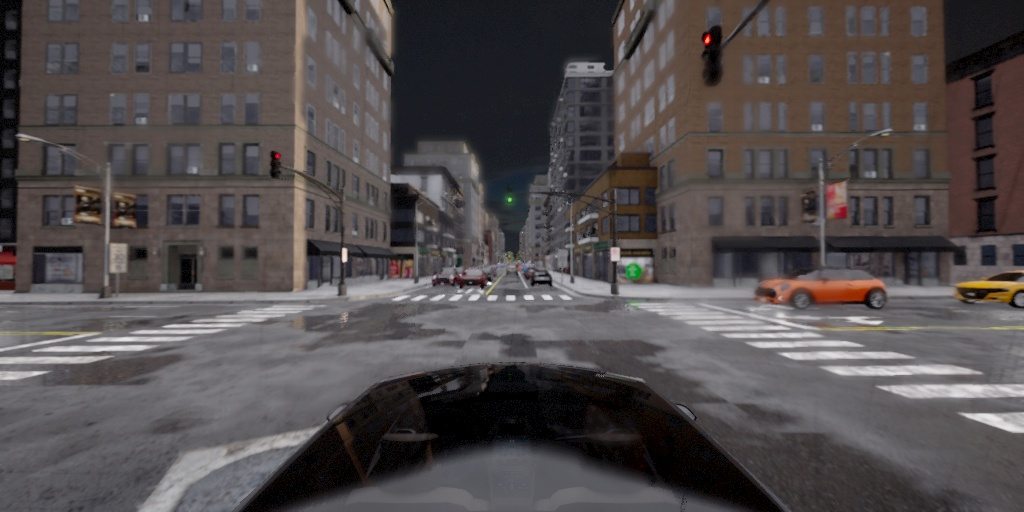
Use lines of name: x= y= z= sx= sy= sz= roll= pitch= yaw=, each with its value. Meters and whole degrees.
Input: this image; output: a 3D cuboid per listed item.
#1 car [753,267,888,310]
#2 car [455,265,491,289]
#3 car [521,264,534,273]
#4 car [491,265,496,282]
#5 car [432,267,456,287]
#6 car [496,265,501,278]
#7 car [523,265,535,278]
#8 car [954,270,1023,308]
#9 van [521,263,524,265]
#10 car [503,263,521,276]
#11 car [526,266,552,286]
car: x=12.941 y=1.272 z=15.298 sx=4.553 sy=1.767 sz=2.097 roll=0 pitch=-1 yaw=0
car: x=-3.047 y=1.746 z=29.018 sx=1.882 sy=1.535 sz=5.008 roll=0 pitch=-1 yaw=0
car: x=2.532 y=2.170 z=47.332 sx=1.948 sy=1.339 sz=4.313 roll=0 pitch=0 yaw=0
car: x=-2.997 y=1.953 z=38.610 sx=1.837 sy=1.490 sz=4.892 roll=0 pitch=-1 yaw=0
car: x=-5.574 y=1.747 z=30.842 sx=1.967 sy=1.591 sz=4.097 roll=0 pitch=0 yaw=0
car: x=-2.937 y=2.242 z=48.746 sx=1.895 sy=1.301 sz=4.718 roll=0 pitch=-1 yaw=0
car: x=2.505 y=2.081 z=41.822 sx=1.802 sy=1.307 sz=4.207 roll=0 pitch=0 yaw=0
car: x=22.045 y=1.343 z=15.301 sx=5.008 sy=1.535 sz=1.882 roll=0 pitch=-1 yaw=0
van: x=2.559 y=2.051 z=52.841 sx=1.690 sy=1.789 sz=3.998 roll=0 pitch=0 yaw=0
car: x=0.039 y=2.274 z=56.373 sx=2.128 sy=1.511 sz=4.902 roll=0 pitch=-1 yaw=0
car: x=2.451 y=1.858 z=30.802 sx=1.948 sy=1.339 sz=4.313 roll=0 pitch=0 yaw=0
